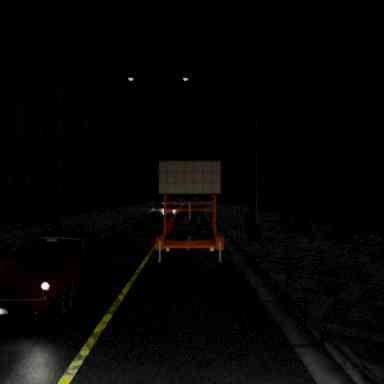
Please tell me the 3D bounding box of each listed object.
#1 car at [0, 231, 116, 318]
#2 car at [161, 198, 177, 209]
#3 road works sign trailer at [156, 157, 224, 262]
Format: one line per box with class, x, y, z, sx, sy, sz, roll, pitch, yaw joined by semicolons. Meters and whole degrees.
car;-3.146;1.638;7.600;1.895;1.301;4.718;0;0;0
car;-3.418;1.632;50.264;2.097;1.767;4.553;0;0;0
road works sign trailer;-0.077;0.524;12.308;2.380;3.560;2.880;0;0;0
